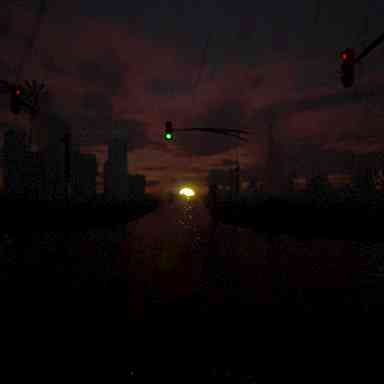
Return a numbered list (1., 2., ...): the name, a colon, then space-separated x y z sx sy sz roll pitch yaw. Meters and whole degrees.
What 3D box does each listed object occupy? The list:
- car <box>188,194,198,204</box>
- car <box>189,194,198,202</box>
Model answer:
1. car: 0.241 1.507 62.023 2.033 1.411 5.357 0 0 0
2. car: 0.291 1.291 72.446 1.837 1.490 4.892 0 0 0
